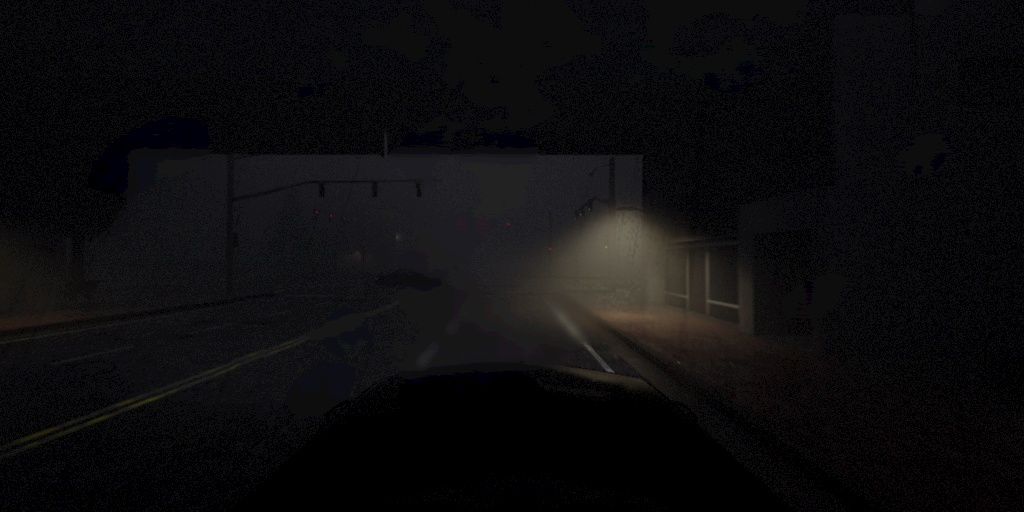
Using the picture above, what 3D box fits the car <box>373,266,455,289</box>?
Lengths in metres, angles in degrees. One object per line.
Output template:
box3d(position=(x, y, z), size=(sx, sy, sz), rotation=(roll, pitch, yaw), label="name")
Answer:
box3d(position=(-7.116, 1.611, 25.965), size=(5.357, 1.411, 2.033), rotation=(0, -1, -1), label="car")
